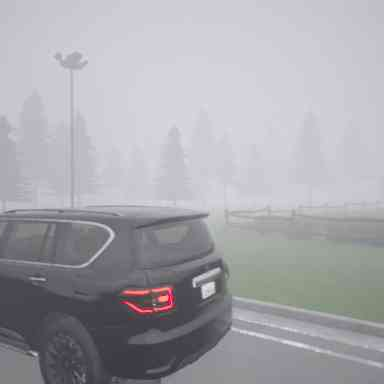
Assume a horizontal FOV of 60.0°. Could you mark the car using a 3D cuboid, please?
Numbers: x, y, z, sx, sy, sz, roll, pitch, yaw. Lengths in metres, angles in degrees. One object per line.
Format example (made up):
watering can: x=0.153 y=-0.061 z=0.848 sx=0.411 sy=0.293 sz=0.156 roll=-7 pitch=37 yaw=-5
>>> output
car: x=-2.109 y=1.246 z=5.177 sx=5.566 sy=2.045 sz=2.150 roll=-1 pitch=-1 yaw=31
